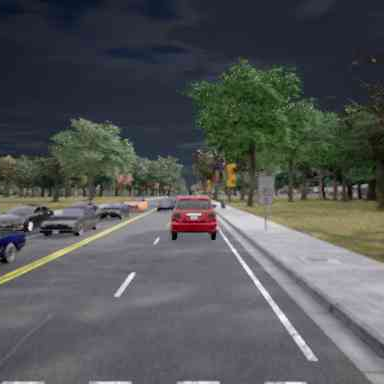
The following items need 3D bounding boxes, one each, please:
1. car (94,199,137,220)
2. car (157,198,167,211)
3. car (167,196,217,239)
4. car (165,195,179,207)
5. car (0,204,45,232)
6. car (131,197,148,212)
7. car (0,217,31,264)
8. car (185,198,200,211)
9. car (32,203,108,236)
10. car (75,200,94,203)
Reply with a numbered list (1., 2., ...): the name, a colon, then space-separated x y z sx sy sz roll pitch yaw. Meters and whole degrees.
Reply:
1. car: -6.538 1.586 28.889 2.033 1.411 5.357 0 0 0
2. car: -3.154 1.625 41.108 1.994 1.385 4.181 0 0 0
3. car: 0.109 1.241 17.435 2.150 2.045 5.566 0 0 0
4. car: -3.159 1.438 53.837 2.097 1.767 4.553 0 0 -2
5. car: -9.835 1.529 19.898 1.837 1.490 4.892 0 0 0
6. car: -6.505 1.409 39.121 2.097 1.767 4.553 0 0 0
7. car: -6.600 1.611 9.152 1.895 1.301 4.718 0 0 0
8. car: 0.095 1.544 43.887 1.882 1.535 5.008 0 0 0
9. car: -6.591 1.569 18.759 2.033 1.411 5.357 0 0 0
10. car: -9.775 1.545 29.897 1.837 1.490 4.892 0 0 0
